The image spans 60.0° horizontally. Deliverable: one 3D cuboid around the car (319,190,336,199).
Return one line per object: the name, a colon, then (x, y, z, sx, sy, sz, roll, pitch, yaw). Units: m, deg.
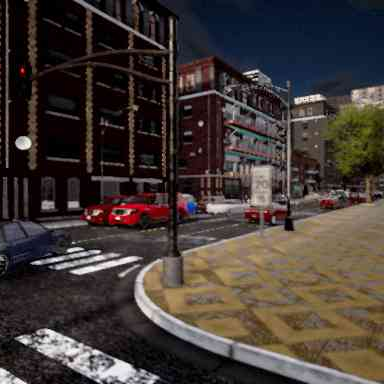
car: (27.704, 0.472, 68.099, 2.192, 1.841, 5.009, 1, 1, 35)

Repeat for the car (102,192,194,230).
car: (-2.503, 1.056, 20.551, 2.150, 2.045, 5.566, 0, 1, 35)

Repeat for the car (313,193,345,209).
car: (14.748, 1.124, 35.791, 1.802, 1.307, 4.206, 1, 1, 35)

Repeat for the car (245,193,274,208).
car: (8.273, 1.000, 40.281, 1.967, 1.590, 4.097, 1, 1, 35)

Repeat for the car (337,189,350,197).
car: (37.419, 0.284, 82.010, 2.192, 1.841, 5.009, 1, 1, 35)

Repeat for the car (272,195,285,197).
car: (8.963, 1.088, 36.958, 1.837, 1.490, 4.892, 0, 1, 35)

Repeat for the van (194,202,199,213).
van: (-1.442, 1.112, 26.368, 1.690, 1.788, 3.998, 1, 1, 35)

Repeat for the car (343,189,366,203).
car: (24.462, 0.777, 49.698, 1.967, 1.590, 4.097, 1, 1, 35)

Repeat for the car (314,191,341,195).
car: (18.757, 0.983, 45.854, 1.994, 1.385, 4.181, 0, 1, 35)

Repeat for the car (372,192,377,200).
car: (30.939, 0.644, 58.972, 1.967, 1.590, 4.097, 1, 1, 35)

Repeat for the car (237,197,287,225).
car: (5.033, 1.298, 21.880, 1.887, 1.381, 4.507, 1, 1, 35)

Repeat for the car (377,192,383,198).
car: (40.653, 0.579, 72.882, 1.947, 1.339, 4.313, 1, 1, 35)

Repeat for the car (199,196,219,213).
car: (1.797, 1.140, 31.007, 1.967, 1.590, 4.097, 1, 1, 35)

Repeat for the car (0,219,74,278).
car: (-5.611, 1.510, 9.976, 2.033, 1.411, 5.357, -1, 1, 7)

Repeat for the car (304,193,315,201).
car: (21.129, 0.815, 58.689, 1.752, 1.417, 4.829, 1, 1, 35)

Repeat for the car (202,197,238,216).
car: (3.162, 1.309, 28.675, 1.895, 1.301, 4.718, 0, 1, 35)

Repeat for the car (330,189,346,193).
car: (24.441, 0.652, 54.042, 2.097, 1.767, 4.553, 0, 1, 38)

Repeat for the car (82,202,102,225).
car: (-4.680, 1.158, 21.731, 2.192, 1.841, 5.009, 1, 1, 35)

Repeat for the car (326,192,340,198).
car: (30.942, 0.644, 72.740, 2.008, 1.369, 4.403, 1, 1, 35)

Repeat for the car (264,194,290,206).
car: (11.512, 1.042, 44.919, 2.008, 1.369, 4.403, 1, 1, 35)

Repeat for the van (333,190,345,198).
van: (34.181, 0.372, 77.374, 1.690, 1.788, 3.998, 1, 1, 35)
